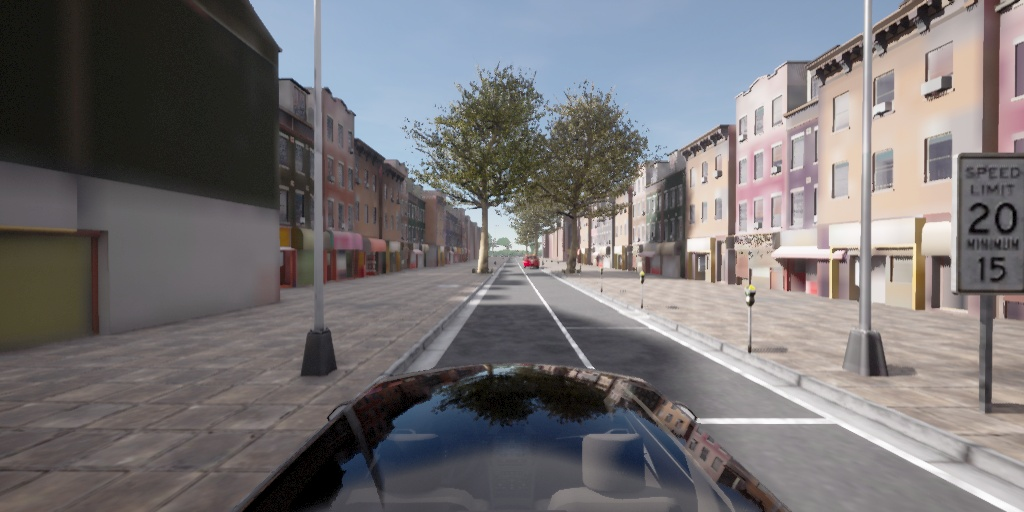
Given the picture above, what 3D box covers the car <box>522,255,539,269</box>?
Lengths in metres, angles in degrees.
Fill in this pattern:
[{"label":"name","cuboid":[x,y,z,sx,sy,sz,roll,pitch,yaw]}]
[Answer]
[{"label":"car","cuboid":[2.749,0.842,51.790,2.150,2.045,5.566,0,0,0]}]
